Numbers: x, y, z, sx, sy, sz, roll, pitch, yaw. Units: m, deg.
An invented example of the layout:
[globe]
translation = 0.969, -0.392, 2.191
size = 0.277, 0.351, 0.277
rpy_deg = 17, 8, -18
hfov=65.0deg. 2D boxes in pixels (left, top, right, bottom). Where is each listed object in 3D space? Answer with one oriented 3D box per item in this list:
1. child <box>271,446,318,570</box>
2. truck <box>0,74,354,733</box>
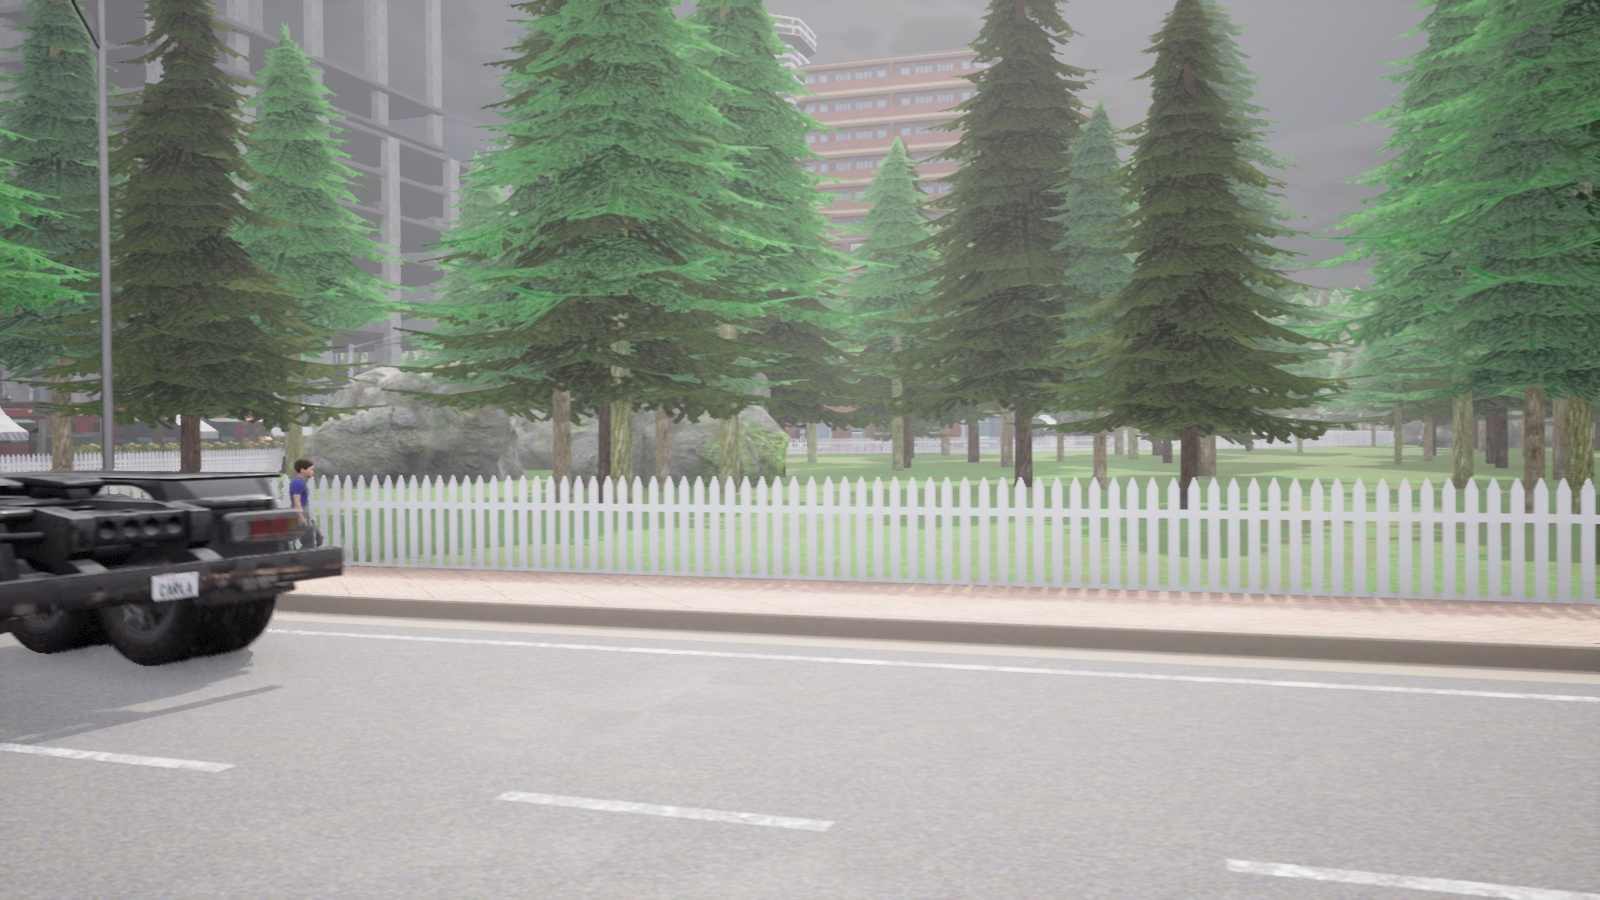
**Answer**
[child]
translation = -5.211, 0.589, 12.955
size = 0.437, 1.263, 0.270
rpy_deg = 0, 1, -22
[truck]
translation = -7.296, -0.276, 9.248
size = 7.936, 3.462, 2.891
rpy_deg = 0, 1, 27
